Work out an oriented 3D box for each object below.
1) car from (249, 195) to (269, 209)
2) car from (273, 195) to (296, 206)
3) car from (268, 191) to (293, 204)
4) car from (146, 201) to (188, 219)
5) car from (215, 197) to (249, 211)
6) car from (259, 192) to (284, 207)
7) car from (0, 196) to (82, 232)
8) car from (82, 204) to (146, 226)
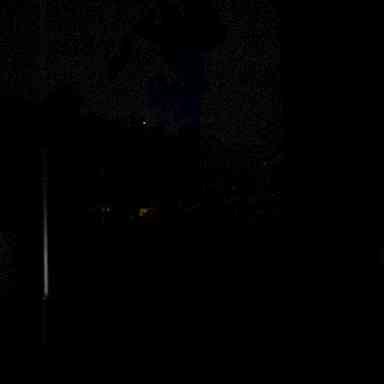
[{"bbox_3d":[7.470,1.379,41.134,1.802,1.307,4.206,-1,0,35],"label":"car"},{"bbox_3d":[14.097,1.251,50.555,1.752,1.417,4.829,-1,0,35],"label":"car"},{"bbox_3d":[15.061,0.970,56.361,2.150,2.045,5.566,-1,-1,35],"label":"car"},{"bbox_3d":[-2.228,1.443,27.350,1.752,1.417,4.829,-1,0,35],"label":"car"},{"bbox_3d":[4.203,1.276,36.494,1.967,1.590,4.097,-1,0,35],"label":"car"},{"bbox_3d":[10.731,1.076,45.776,2.192,1.841,5.009,-1,0,35],"label":"car"},{"bbox_3d":[-10.071,1.273,20.806,2.150,2.045,5.566,-1,0,35],"label":"car"},{"bbox_3d":[-5.590,1.514,22.570,2.008,1.369,4.403,-1,0,35],"label":"car"}]
